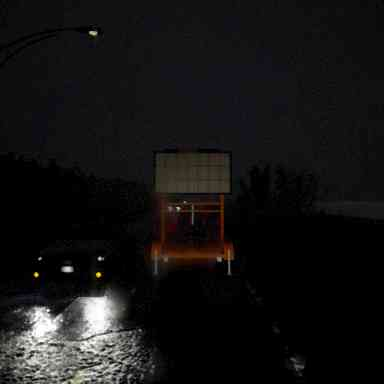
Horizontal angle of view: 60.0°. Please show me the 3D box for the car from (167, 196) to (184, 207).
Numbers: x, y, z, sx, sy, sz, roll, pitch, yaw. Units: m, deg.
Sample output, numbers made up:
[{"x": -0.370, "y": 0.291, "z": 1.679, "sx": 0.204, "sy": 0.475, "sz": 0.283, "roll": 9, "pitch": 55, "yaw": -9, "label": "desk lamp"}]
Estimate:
[{"x": -2.734, "y": 1.647, "z": 52.183, "sx": 1.994, "sy": 1.385, "sz": 4.181, "roll": 0, "pitch": 0, "yaw": 0, "label": "car"}]

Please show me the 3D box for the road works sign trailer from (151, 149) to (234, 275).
[{"x": 0.022, "y": 0.471, "z": 10.427, "sx": 2.380, "sy": 3.560, "sz": 2.880, "roll": 0, "pitch": 0, "yaw": 0, "label": "road works sign trailer"}]

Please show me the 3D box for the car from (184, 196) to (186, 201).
[{"x": -2.566, "y": 1.756, "z": 88.809, "sx": 1.812, "sy": 1.442, "sz": 4.674, "roll": 0, "pitch": 0, "yaw": 0, "label": "car"}]

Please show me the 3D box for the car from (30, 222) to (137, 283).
[{"x": -2.830, "y": 1.569, "z": 9.542, "sx": 1.994, "sy": 1.385, "sz": 4.181, "roll": 0, "pitch": 0, "yaw": 0, "label": "car"}]
